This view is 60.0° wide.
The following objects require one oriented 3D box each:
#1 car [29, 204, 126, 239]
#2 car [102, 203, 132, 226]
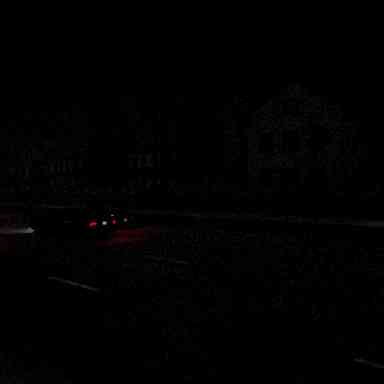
[{"bbox_3d":[-6.115,1.484,16.951,5.357,1.411,2.033,0,0,36],"label":"car"},{"bbox_3d":[-5.816,1.452,21.037,4.674,1.442,1.812,0,0,36],"label":"car"}]
